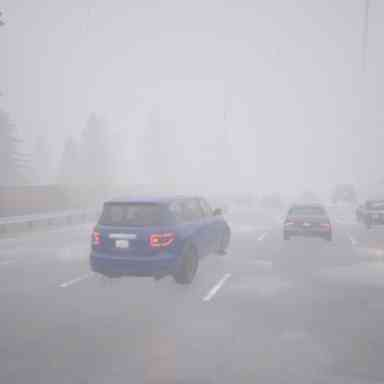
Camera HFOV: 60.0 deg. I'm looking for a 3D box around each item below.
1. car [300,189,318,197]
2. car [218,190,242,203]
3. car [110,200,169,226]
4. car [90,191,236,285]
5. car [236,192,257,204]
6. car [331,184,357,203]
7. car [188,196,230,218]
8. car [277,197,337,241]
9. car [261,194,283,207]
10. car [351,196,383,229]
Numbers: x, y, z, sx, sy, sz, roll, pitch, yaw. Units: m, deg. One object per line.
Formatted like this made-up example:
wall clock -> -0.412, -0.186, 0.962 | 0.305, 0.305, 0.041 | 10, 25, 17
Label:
car -> 14.735, 0.399, 41.847 | 1.882, 1.535, 5.008 | -1, 1, 20
car -> 5.274, 0.571, 45.154 | 1.882, 1.535, 5.008 | -1, 1, 22
car -> -3.341, 1.299, 22.272 | 1.895, 1.301, 4.718 | -1, 1, 20
car -> -0.523, 1.077, 9.363 | 2.150, 2.045, 5.566 | -1, 1, 20
car -> 6.500, 0.723, 39.560 | 1.994, 1.385, 4.181 | -1, 1, 20
car -> 16.290, 0.212, 35.770 | 2.150, 2.045, 5.566 | -1, 1, 20
car -> 1.406, 1.096, 25.189 | 1.994, 1.385, 4.181 | -1, 1, 20
car -> 5.039, 1.177, 14.503 | 2.033, 1.411, 5.357 | -1, 1, 20
car -> 8.264, 0.814, 34.063 | 1.895, 1.301, 4.718 | -1, 1, 20
car -> 9.669, 1.074, 17.080 | 1.895, 1.301, 4.718 | -1, 1, 20
